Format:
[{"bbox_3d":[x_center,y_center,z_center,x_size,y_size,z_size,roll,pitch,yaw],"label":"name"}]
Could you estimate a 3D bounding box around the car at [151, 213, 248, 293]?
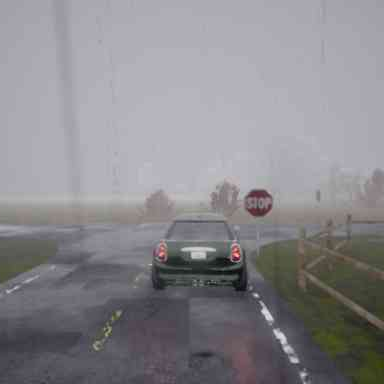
[{"bbox_3d":[0.283,1.342,9.080,2.097,1.767,4.553,0,0,4],"label":"car"}]
